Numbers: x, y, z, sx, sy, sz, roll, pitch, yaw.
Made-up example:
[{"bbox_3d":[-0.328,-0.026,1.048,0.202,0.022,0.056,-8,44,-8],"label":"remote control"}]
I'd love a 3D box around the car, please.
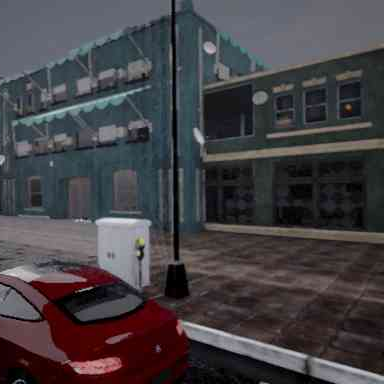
[{"bbox_3d":[-1.981,1.573,4.280,4.206,1.307,1.802,0,0,35],"label":"car"}]
